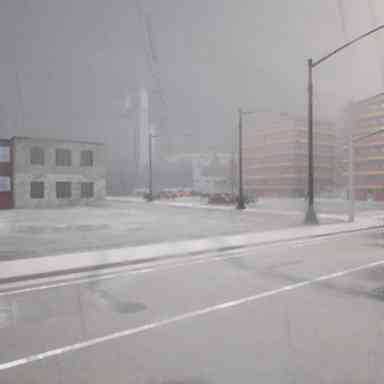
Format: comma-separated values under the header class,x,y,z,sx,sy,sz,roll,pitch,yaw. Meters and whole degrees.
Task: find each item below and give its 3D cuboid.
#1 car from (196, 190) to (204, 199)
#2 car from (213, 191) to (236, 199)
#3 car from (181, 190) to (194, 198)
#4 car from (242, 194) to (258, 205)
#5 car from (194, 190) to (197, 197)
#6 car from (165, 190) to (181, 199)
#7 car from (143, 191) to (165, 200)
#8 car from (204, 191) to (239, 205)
class,x,y,z,sx,sy,sz,roll,pitch,yaw
car,3.651,0.678,65.253,2.128,1.511,4.902,0,1,-35
car,6.519,0.664,67.259,1.837,1.490,4.892,0,1,-35
car,-2.311,0.303,73.774,2.097,1.767,4.553,0,1,-35
car,7.336,0.988,47.613,2.128,1.511,4.902,0,1,-35
car,0.557,0.279,75.780,2.097,1.767,4.553,0,1,-35
car,-4.737,0.516,65.031,2.097,1.767,4.553,0,1,-35
car,-7.534,0.758,62.925,1.994,1.385,4.181,0,1,-35
car,4.211,0.866,45.968,2.097,1.767,4.553,0,1,-35
